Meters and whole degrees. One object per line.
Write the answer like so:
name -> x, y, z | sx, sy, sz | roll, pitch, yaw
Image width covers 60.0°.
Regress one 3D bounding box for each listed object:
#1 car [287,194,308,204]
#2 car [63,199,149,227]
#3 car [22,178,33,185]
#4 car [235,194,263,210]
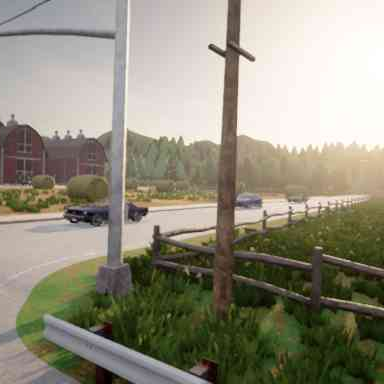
car -> 15.513, 0.995, 48.496 | 2.033, 1.411, 5.357 | 3, 2, 33
car -> -4.562, 1.054, 18.165 | 1.895, 1.301, 4.718 | 3, 2, 33
car -> -39.074, -2.428, 79.421 | 1.905, 1.878, 3.866 | 8, 2, -13
car -> 5.584, 0.899, 33.566 | 1.882, 1.535, 5.008 | 3, 2, 33
